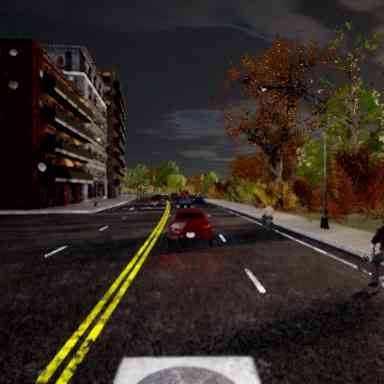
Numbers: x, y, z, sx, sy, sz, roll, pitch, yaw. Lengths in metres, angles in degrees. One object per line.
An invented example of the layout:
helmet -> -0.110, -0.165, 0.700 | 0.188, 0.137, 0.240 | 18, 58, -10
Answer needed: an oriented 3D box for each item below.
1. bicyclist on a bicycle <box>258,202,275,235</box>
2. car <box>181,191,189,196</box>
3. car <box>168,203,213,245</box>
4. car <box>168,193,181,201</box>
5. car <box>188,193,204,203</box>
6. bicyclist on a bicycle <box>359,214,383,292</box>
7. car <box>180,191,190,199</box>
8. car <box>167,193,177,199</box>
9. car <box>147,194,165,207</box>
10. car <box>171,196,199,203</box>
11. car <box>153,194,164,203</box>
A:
bicyclist on a bicycle -> 3.912, 1.336, 17.212 | 0.866, 1.612, 1.509 | 0, 0, -2
car -> -0.598, 1.087, 71.822 | 2.128, 1.511, 4.902 | 0, 0, -6
car -> -0.108, 1.440, 14.848 | 1.812, 1.442, 4.674 | 0, 0, -1
car -> -3.874, 1.064, 71.904 | 1.837, 1.490, 4.892 | 0, 0, -6
car -> 0.877, 1.221, 57.068 | 1.994, 1.385, 4.181 | 0, 0, -5
bicyclist on a bicycle -> 4.074, 1.328, 7.161 | 0.659, 1.776, 1.843 | 0, 1, -1
car -> -1.772, 0.719, 82.202 | 2.150, 2.045, 5.566 | 0, 0, -7
car -> -5.008, 0.973, 81.910 | 2.128, 1.511, 4.902 | 0, 0, -7
car -> -4.890, 1.266, 44.735 | 1.812, 1.442, 4.674 | 0, 0, -4
car -> -0.733, 1.360, 32.419 | 2.033, 1.411, 5.357 | 0, 0, -3
car -> -6.187, 1.137, 61.840 | 1.837, 1.490, 4.892 | 0, 0, -5
